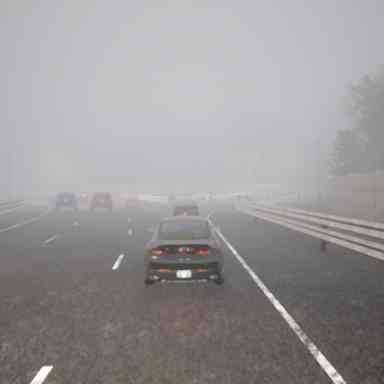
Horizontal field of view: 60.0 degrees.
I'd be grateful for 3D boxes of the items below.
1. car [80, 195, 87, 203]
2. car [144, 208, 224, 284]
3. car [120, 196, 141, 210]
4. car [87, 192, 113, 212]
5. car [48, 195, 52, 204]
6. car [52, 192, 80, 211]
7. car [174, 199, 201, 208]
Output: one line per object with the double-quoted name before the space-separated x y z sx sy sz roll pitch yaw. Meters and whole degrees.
"car" -17.661 1.141 52.849 2.128 1.511 4.902 -1 1 -29
"car" -0.208 1.426 9.320 1.837 1.490 4.892 0 1 -1
"car" -7.201 1.188 38.765 1.882 1.535 5.008 0 0 -20
"car" -9.639 0.976 35.221 2.150 2.045 5.566 0 1 -18
"car" -21.786 1.163 53.028 2.128 1.511 4.902 -1 1 -30
"car" -13.792 0.987 36.489 2.150 2.045 5.566 0 0 -20
"car" -0.348 1.265 25.041 1.882 1.535 5.008 0 1 2
